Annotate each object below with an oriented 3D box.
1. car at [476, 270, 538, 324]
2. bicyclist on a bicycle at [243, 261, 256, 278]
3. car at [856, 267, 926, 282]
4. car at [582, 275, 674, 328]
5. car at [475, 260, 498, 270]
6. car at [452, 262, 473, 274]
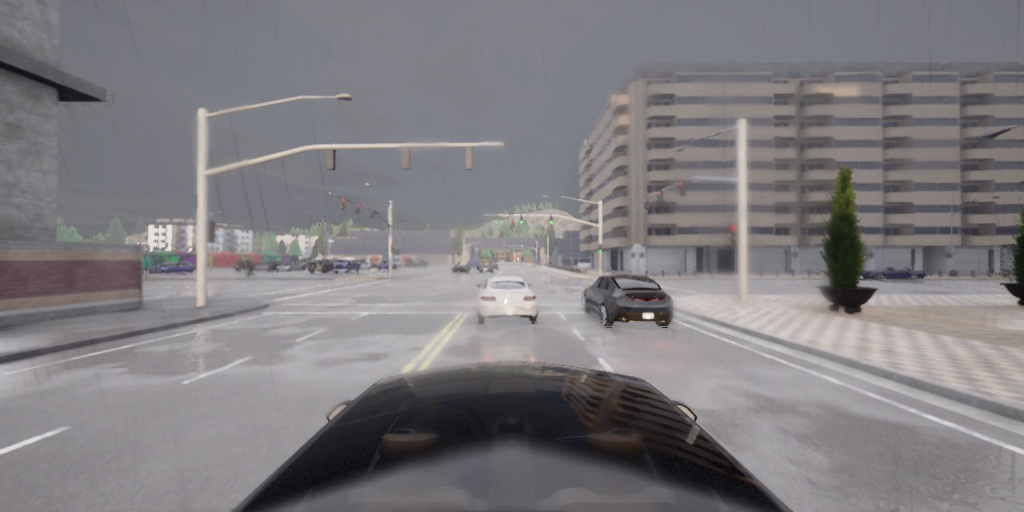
[{"bbox_3d":[-0.243,1.376,12.337,1.812,1.442,4.674,0,-1,-5],"label":"car"},{"bbox_3d":[-25.328,1.309,34.643,0.582,1.620,1.656,0,0,0],"label":"bicyclist on a bicycle"},{"bbox_3d":[32.711,1.576,31.243,4.718,1.301,1.895,0,-1,1],"label":"car"},{"bbox_3d":[3.587,1.351,11.843,1.837,1.490,4.892,0,-1,0],"label":"car"},{"bbox_3d":[-3.575,1.701,50.408,2.128,1.511,4.902,0,0,0],"label":"car"},{"bbox_3d":[-7.077,1.807,49.930,1.895,1.301,4.718,0,-1,0],"label":"car"}]
